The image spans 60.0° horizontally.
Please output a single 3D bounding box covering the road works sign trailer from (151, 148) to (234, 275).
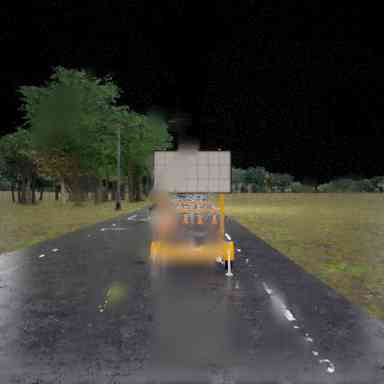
[{"bbox_3d":[0.010,0.445,10.314,2.380,3.560,2.880,0,0,0],"label":"road works sign trailer"}]

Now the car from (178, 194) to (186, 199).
[{"bbox_3d":[-2.703,1.013,88.305,1.994,1.385,4.181,0,1,1],"label":"car"}]

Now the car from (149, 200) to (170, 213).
[{"bbox_3d":[-3.463,1.500,35.916,1.895,1.301,4.718,0,0,0],"label":"car"}]
